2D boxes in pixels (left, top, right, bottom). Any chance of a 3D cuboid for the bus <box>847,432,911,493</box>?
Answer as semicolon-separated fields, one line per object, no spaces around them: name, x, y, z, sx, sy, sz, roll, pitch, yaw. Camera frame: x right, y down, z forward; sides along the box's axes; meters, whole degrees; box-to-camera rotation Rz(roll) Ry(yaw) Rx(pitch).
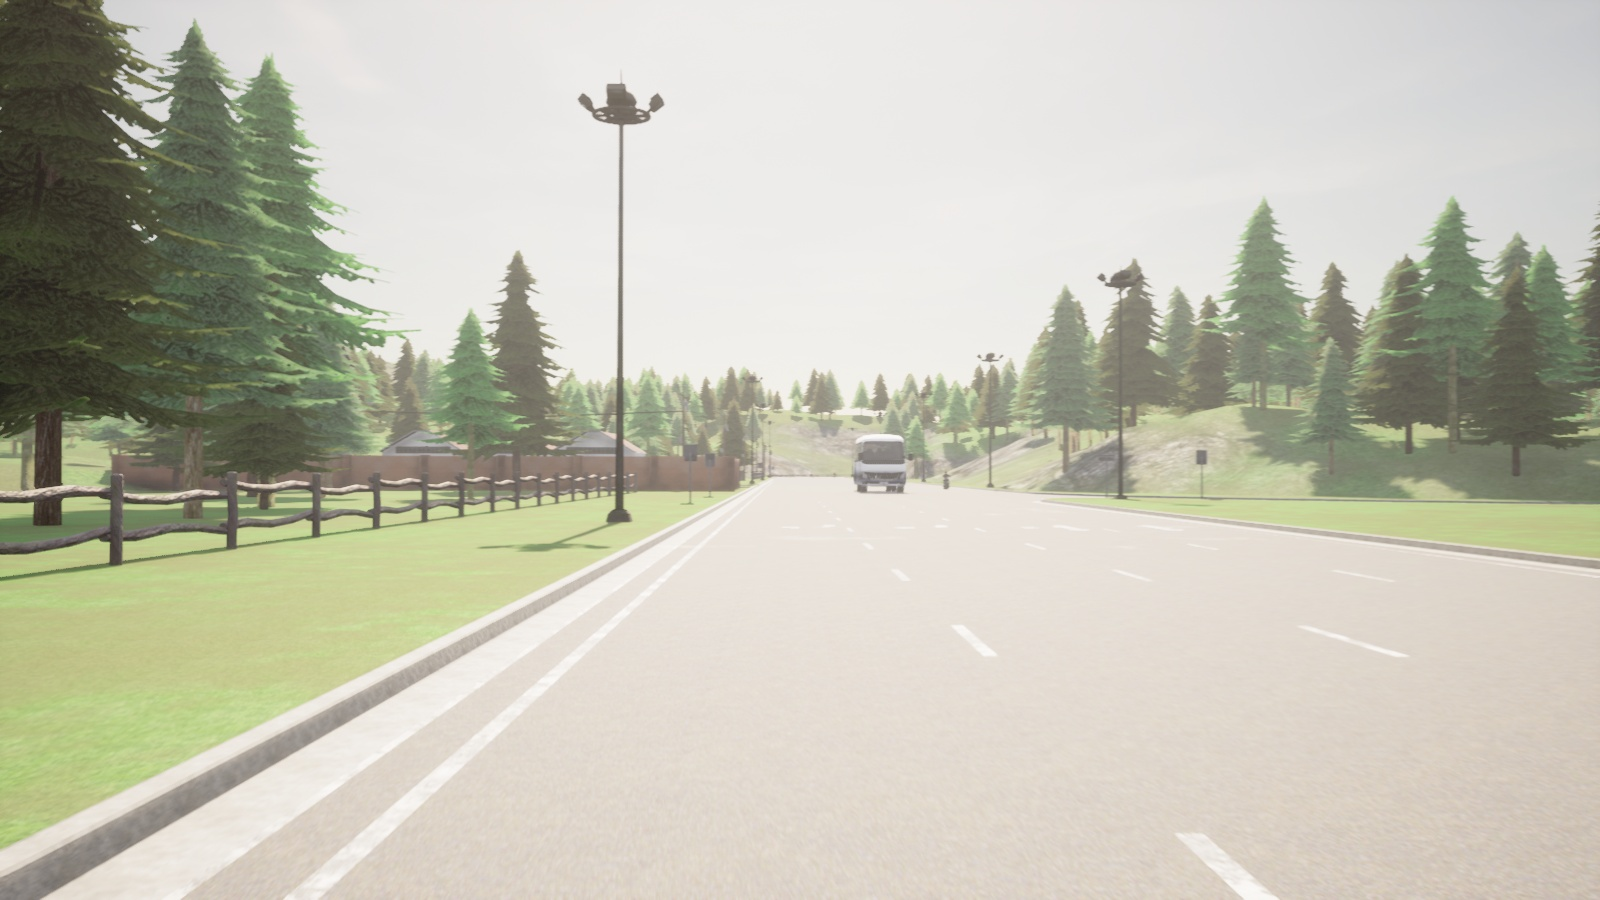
bus;5.708;0.964;92.994;3.944;4.253;10.273;0;-1;-1
